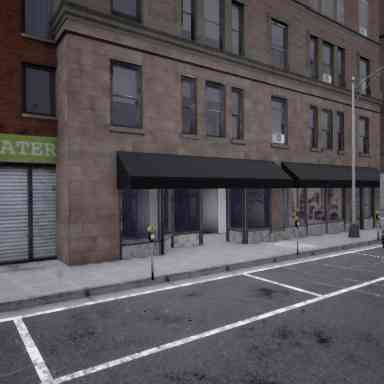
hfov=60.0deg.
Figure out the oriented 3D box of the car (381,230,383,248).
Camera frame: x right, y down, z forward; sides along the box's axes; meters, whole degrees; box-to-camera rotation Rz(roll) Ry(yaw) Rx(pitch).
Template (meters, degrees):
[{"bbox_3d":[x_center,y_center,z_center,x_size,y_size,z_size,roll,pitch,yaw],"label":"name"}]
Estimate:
[{"bbox_3d":[9.185,1.540,13.088,4.507,1.381,1.887,0,-1,-35],"label":"car"}]
